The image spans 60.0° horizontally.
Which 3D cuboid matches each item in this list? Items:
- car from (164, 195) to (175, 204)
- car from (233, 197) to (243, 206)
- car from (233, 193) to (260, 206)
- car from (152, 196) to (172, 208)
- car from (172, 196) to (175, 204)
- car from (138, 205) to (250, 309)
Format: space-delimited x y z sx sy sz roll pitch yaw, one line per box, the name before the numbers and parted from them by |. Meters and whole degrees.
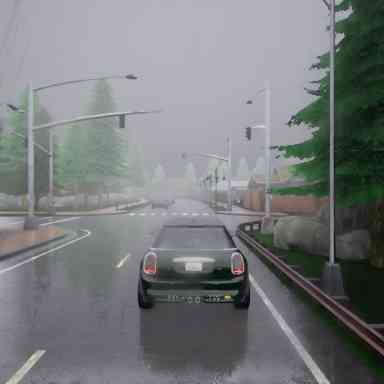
car | -4.290 1.447 63.780 1.882 1.535 5.008 0 0 0
car | 8.776 1.144 48.785 4.605 1.855 1.932 0 0 -1
car | 8.358 1.146 51.295 3.866 1.878 1.905 0 0 -1
car | -4.115 1.534 43.746 1.994 1.385 4.181 0 0 -1
car | -4.204 1.571 53.601 1.895 1.301 4.718 0 0 0
car | 0.051 1.352 8.046 2.097 1.767 4.553 0 0 0
